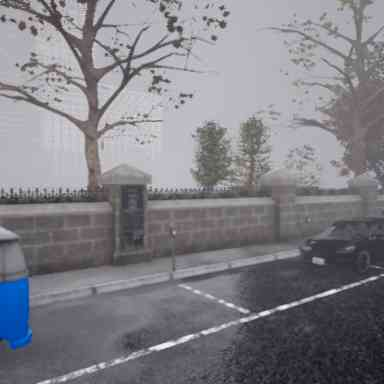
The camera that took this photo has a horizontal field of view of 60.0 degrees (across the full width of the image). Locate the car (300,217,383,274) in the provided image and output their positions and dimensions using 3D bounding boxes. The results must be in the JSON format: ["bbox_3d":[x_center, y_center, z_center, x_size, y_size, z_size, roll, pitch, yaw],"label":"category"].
[{"bbox_3d":[5.201,1.479,10.277,4.313,1.339,1.947,-1,0,-36],"label":"car"}]

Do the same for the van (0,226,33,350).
[{"bbox_3d":[-3.964,1.351,3.732,3.998,1.788,1.690,-1,0,-36],"label":"van"}]
